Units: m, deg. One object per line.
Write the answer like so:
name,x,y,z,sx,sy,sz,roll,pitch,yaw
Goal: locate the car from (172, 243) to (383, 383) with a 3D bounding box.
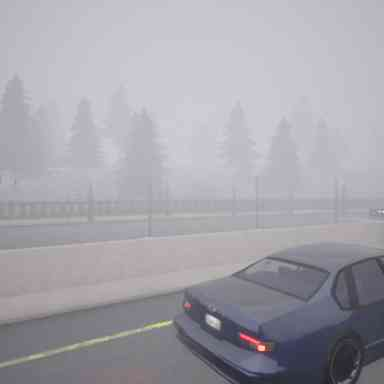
car,2.373,1.539,5.136,5.357,1.411,2.033,0,0,-32
